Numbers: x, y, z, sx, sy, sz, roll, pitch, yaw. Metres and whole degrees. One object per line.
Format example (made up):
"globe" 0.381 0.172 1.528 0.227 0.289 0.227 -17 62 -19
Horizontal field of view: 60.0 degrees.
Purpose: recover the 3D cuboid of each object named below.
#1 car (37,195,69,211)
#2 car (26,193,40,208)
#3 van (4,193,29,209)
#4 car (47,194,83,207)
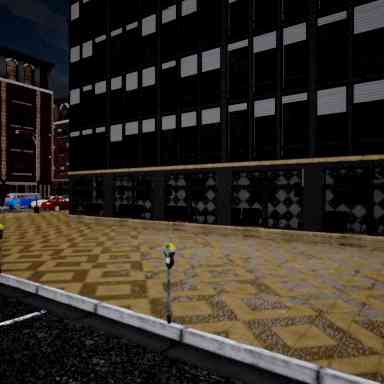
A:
"car" -13.582 1.269 35.145 1.887 1.381 4.507 1 1 35
"car" -16.852 1.214 39.942 1.812 1.442 4.674 0 1 35
"van" -20.059 1.050 39.628 1.690 1.788 3.998 1 1 35
"car" -16.824 1.079 44.269 1.967 1.590 4.097 1 1 35
